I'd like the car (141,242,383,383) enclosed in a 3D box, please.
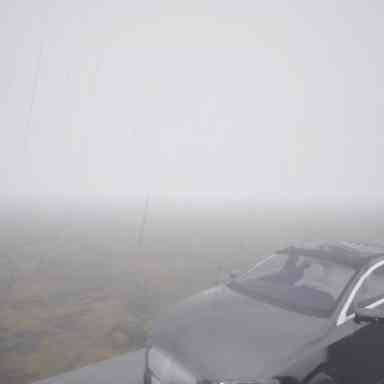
[{"bbox_3d":[1.737,1.485,4.308,4.902,1.511,2.128,0,0,-35],"label":"car"}]
